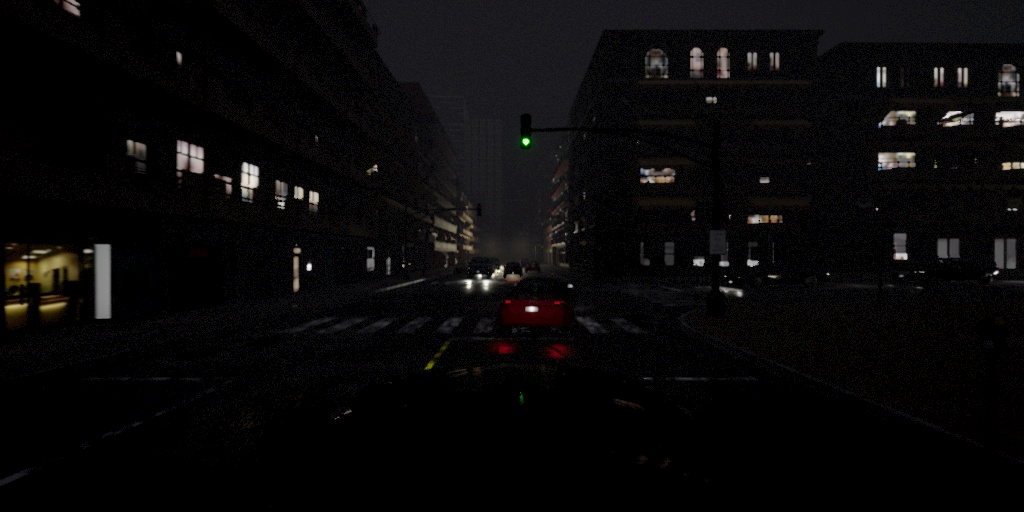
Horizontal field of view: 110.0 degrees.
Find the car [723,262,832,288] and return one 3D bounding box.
[{"bbox_3d":[15.345,1.076,20.875,5.357,1.411,2.033,-1,0,-1],"label":"car"}]

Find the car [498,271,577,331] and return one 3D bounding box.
[{"bbox_3d":[0.938,1.343,11.209,1.994,1.385,4.181,0,0,12],"label":"car"}]

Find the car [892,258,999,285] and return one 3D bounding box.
[{"bbox_3d":[25.241,0.864,21.013,4.902,1.511,2.128,-1,0,-1],"label":"car"}]

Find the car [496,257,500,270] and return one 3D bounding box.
[{"bbox_3d":[-3.015,1.160,55.992,2.150,2.045,5.566,0,0,1],"label":"car"}]

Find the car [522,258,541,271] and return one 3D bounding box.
[{"bbox_3d":[2.680,1.343,46.875,1.967,1.591,4.097,0,0,0],"label":"car"}]

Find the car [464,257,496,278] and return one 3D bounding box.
[{"bbox_3d":[-3.093,1.082,35.361,2.150,2.045,5.566,0,0,0],"label":"car"}]

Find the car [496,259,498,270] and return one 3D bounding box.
[{"bbox_3d":[-3.088,1.424,45.480,1.812,1.442,4.674,0,0,0],"label":"car"}]

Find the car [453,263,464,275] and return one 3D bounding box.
[{"bbox_3d":[-5.699,1.433,41.351,2.007,1.370,4.403,0,0,0],"label":"car"}]

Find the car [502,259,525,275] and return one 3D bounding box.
[{"bbox_3d":[0.095,1.371,36.990,1.837,1.490,4.892,0,0,0],"label":"car"}]
